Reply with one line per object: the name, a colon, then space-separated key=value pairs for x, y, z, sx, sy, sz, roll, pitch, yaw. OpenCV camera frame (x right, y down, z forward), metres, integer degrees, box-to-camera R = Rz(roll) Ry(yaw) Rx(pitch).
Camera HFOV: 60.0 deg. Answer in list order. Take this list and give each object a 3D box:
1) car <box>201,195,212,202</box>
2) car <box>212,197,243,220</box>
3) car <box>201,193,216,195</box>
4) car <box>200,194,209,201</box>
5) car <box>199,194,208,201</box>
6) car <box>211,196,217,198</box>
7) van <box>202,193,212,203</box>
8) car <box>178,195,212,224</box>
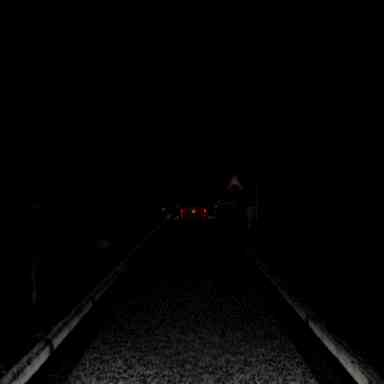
car: x=3.008 y=1.411 z=71.658 sx=2.231 sy=1.521 sz=4.892 roll=0 pitch=0 yaw=0
car: x=3.001 y=1.471 z=27.485 sx=2.231 sy=1.521 sz=4.892 roll=0 pitch=0 yaw=0
car: x=3.006 y=1.163 z=55.130 sx=2.435 sy=2.045 sz=5.566 roll=0 pitch=0 yaw=0
car: x=3.009 y=1.306 z=82.675 sx=2.185 sy=1.767 sz=4.553 roll=0 pitch=0 yaw=0
car: x=3.010 y=1.323 z=88.196 sx=2.185 sy=1.767 sz=4.553 roll=0 pitch=0 yaw=0
car: x=3.002 y=1.462 z=33.132 sx=2.231 sy=1.521 sz=4.892 roll=0 pitch=0 yaw=0
van: x=3.007 y=1.180 z=66.261 sx=1.878 sy=1.987 sz=4.442 roll=0 pitch=0 yaw=0
car: x=0.105 y=1.343 z=24.808 sx=2.097 sy=1.767 sz=4.553 roll=0 pitch=0 yaw=0
